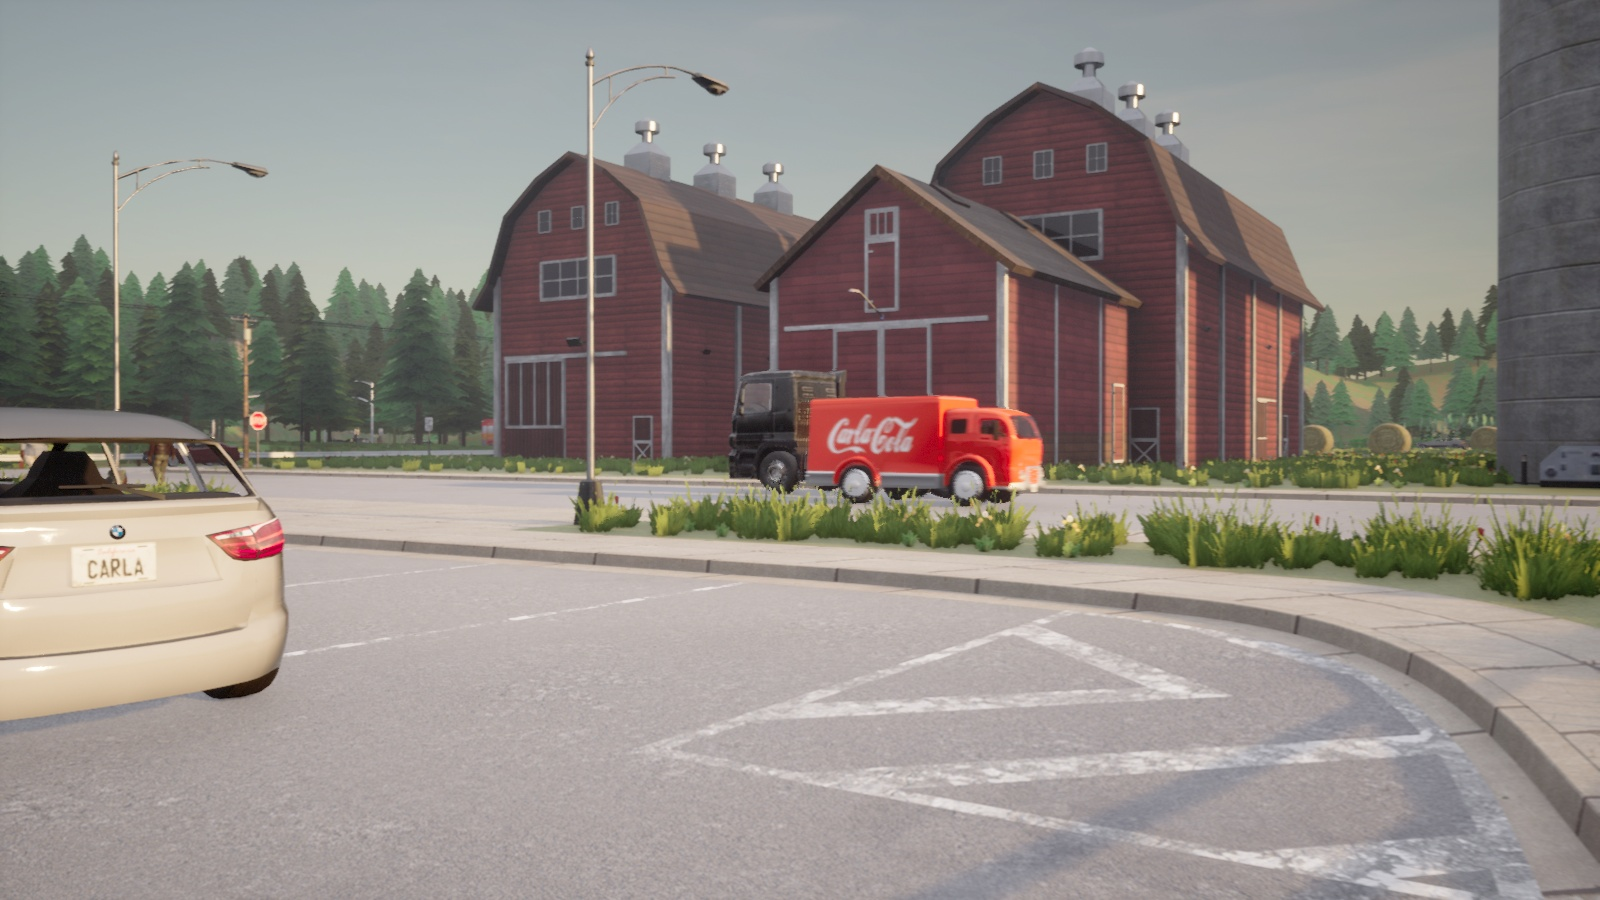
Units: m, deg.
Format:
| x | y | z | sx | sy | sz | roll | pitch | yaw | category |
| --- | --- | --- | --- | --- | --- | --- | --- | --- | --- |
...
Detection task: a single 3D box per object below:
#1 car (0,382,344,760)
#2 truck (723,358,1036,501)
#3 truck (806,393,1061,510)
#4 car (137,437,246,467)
| x | y | z | sx | sy | sz | roll | pitch | yaw | category |
| --- | --- | --- | --- | --- | --- | --- | --- | --- | --- |
| -4.983 | 0.517 | 7.407 | 4.611 | 1.667 | 2.242 | 0 | 1 | 39 | car |
| 2.027 | -0.533 | 33.680 | 7.936 | 3.462 | 2.891 | 0 | 1 | 32 | truck |
| 3.047 | 0.006 | 28.943 | 5.204 | 2.467 | 2.627 | 0 | 1 | 32 | truck |
| -32.737 | 0.071 | 67.678 | 1.882 | 1.535 | 5.008 | 0 | 1 | 33 | car |
